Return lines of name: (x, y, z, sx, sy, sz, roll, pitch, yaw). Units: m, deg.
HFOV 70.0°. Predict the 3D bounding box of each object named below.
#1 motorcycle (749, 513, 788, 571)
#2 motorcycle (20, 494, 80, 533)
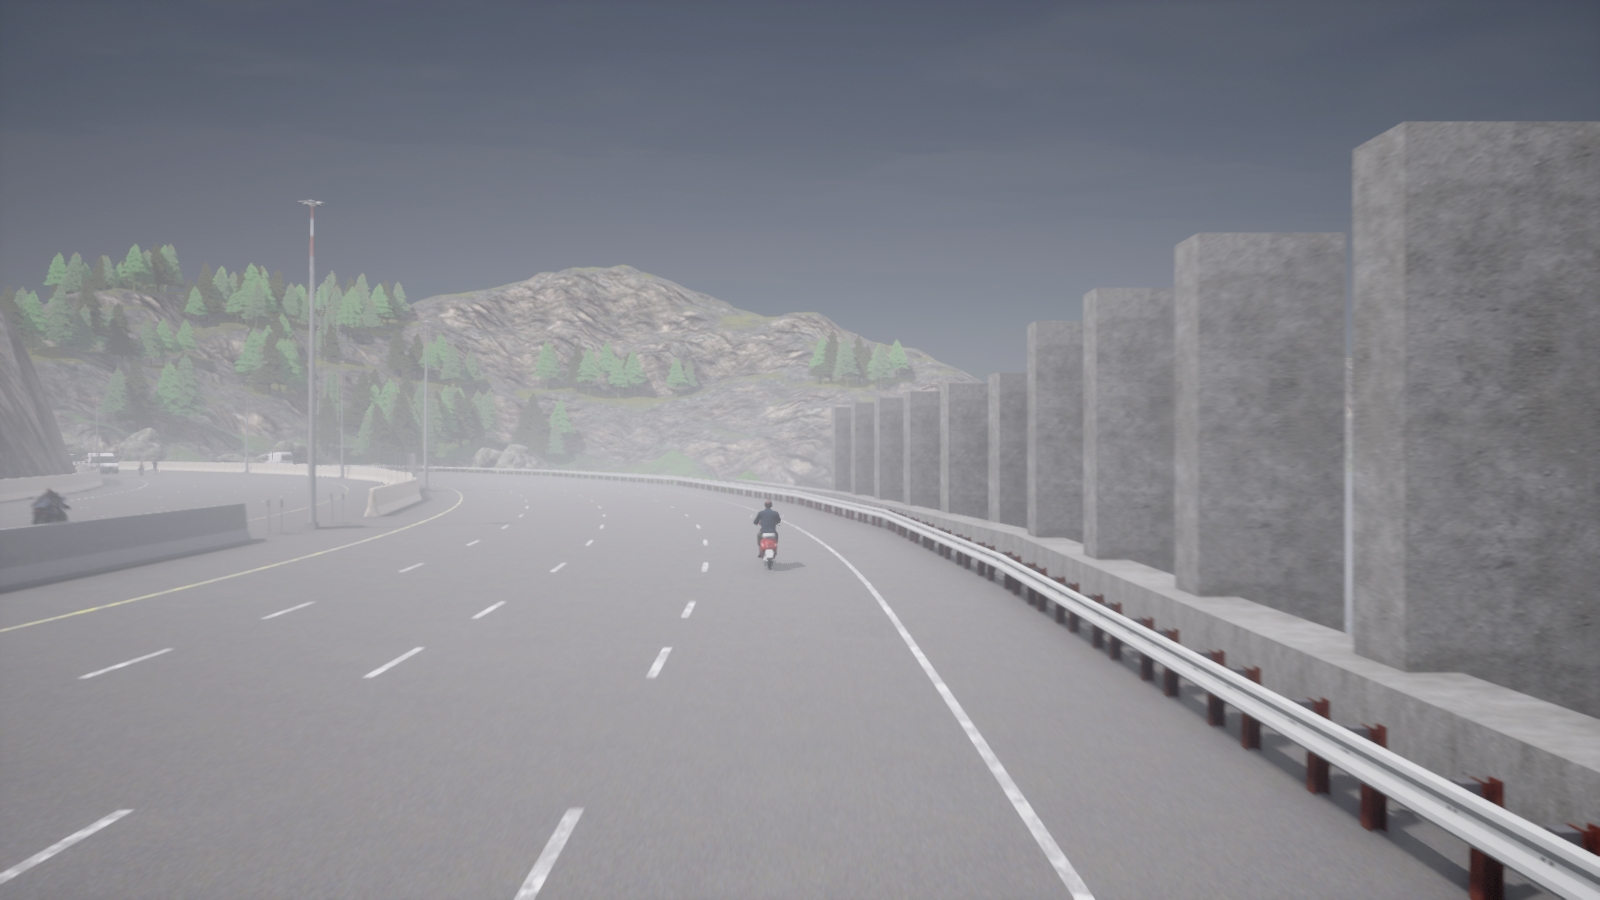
motorcycle: (-0.775, 2.188, 27.540, 0.856, 1.236, 1.805, 0, 0, -4)
motorcycle: (-26.382, 2.218, 40.239, 0.867, 1.251, 2.209, -1, 0, -8)
